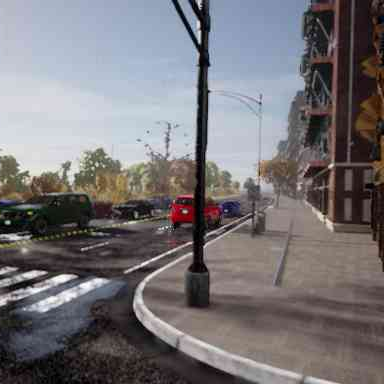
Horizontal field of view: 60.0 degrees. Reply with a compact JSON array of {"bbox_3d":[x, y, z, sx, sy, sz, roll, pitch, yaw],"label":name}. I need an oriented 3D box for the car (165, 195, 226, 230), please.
[{"bbox_3d":[0.426,1.254,21.939,2.150,2.045,5.566,2,0,18],"label":"car"}]

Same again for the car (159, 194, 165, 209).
[{"bbox_3d":[-4.044,1.122,40.647,2.097,1.767,4.553,2,0,17],"label":"car"}]

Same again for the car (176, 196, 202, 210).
[{"bbox_3d":[-0.288,1.331,41.816,1.882,1.535,5.008,2,0,17],"label":"car"}]

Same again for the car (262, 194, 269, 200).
[{"bbox_3d":[20.597,1.610,93.052,1.895,1.301,4.718,2,0,14],"label":"car"}]

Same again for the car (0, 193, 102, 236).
[{"bbox_3d":[-7.697,1.081,18.205,2.150,2.045,5.566,2,0,20],"label":"car"}]

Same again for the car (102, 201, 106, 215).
[{"bbox_3d":[-8.200,1.337,27.344,1.994,1.385,4.181,2,1,18],"label":"car"}]

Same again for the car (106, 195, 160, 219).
[{"bbox_3d":[-4.706,1.336,27.623,1.882,1.535,5.008,2,1,17],"label":"car"}]

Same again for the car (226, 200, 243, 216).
[{"bbox_3d":[3.827,1.555,32.789,1.812,1.442,4.674,2,0,17],"label":"car"}]
